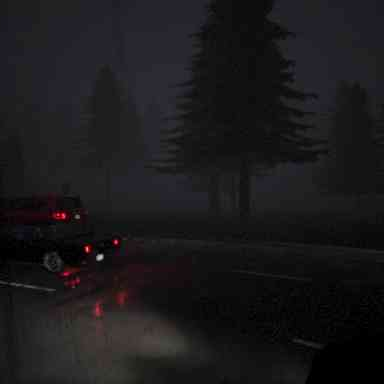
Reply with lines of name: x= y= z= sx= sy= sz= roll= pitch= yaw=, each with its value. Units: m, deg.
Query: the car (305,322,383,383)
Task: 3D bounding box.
car: x=3.050 y=1.467 z=1.546 sx=4.902 sy=1.511 sz=2.128 roll=0 pitch=0 yaw=37

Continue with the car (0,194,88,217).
car: x=-7.316 y=1.131 z=14.815 sx=5.566 sy=2.045 sz=2.150 roll=0 pitch=0 yaw=19

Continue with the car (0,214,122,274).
car: x=-4.631 y=1.538 z=10.131 sx=4.718 sy=1.301 sz=1.895 roll=0 pitch=0 yaw=22
